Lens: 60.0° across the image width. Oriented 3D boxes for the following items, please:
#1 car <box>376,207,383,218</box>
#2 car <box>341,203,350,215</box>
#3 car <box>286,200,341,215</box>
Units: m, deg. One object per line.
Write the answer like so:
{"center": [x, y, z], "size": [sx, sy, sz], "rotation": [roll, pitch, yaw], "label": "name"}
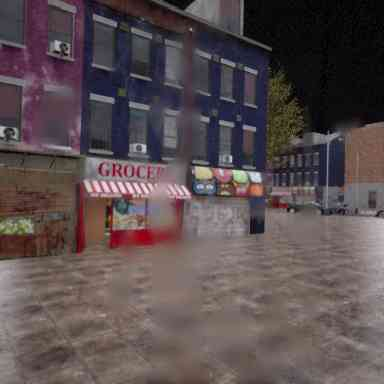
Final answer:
{"center": [17.005, 1.590, 26.349], "size": [1.994, 1.385, 4.181], "rotation": [2, -2, -35], "label": "car"}
{"center": [14.207, 1.691, 35.476], "size": [1.837, 1.490, 4.892], "rotation": [2, -2, -35], "label": "car"}
{"center": [11.910, 1.566, 33.618], "size": [1.882, 1.535, 5.008], "rotation": [2, -2, -35], "label": "car"}
